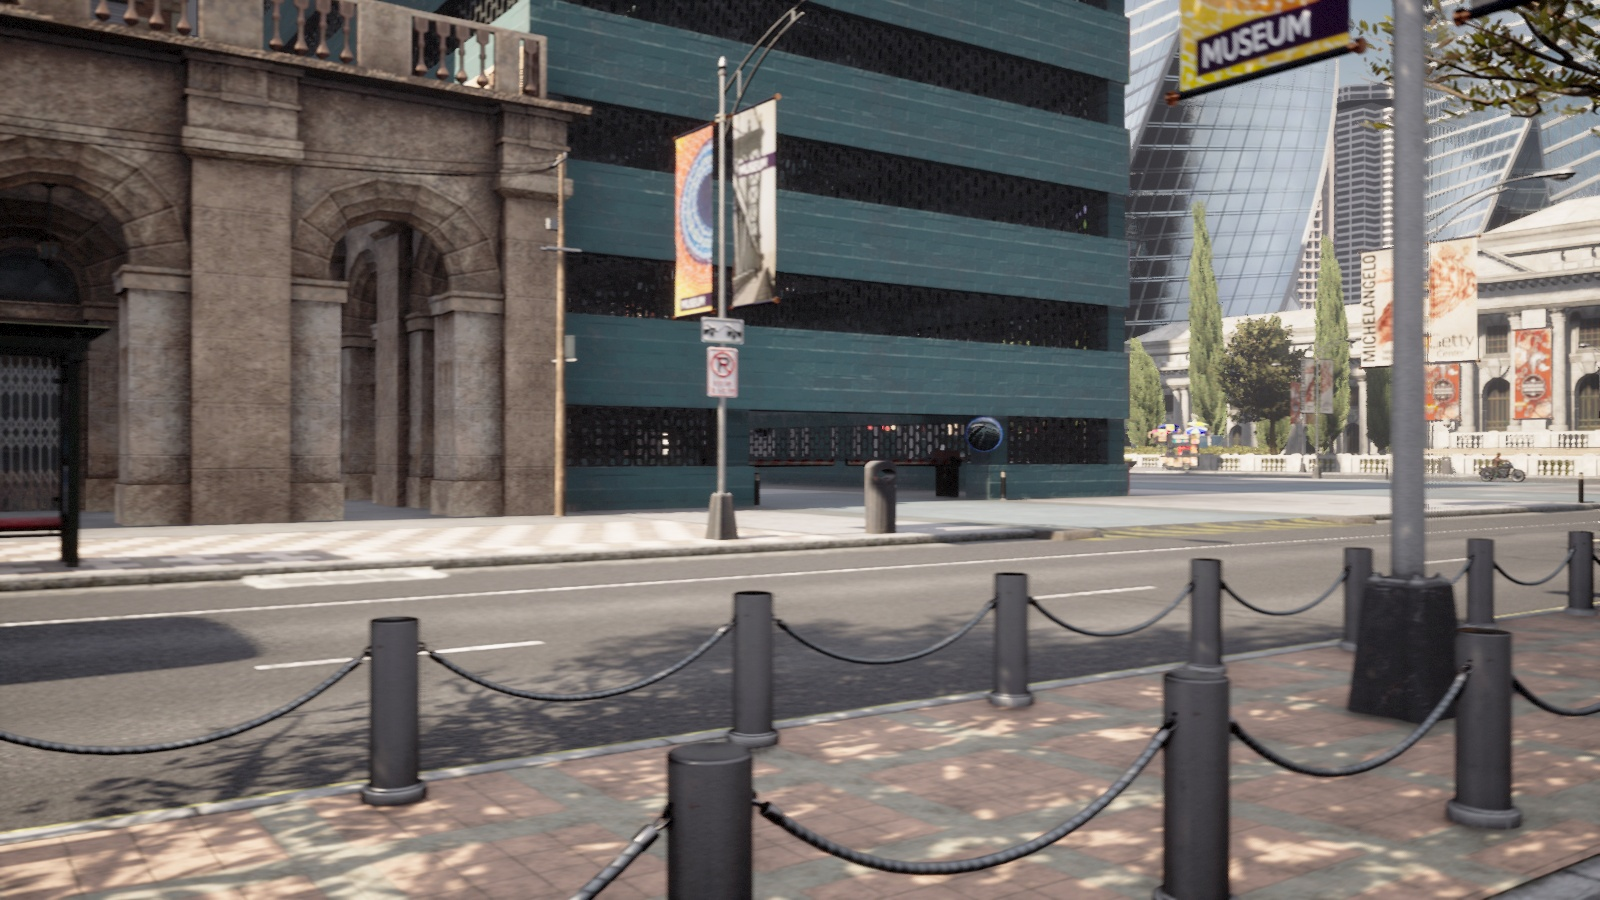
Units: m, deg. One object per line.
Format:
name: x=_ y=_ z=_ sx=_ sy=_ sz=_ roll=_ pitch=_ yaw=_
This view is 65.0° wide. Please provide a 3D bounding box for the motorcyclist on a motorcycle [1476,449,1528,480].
motorcyclist on a motorcycle: x=37.899 y=0.781 z=67.816 sx=0.766 sy=1.649 sz=2.350 roll=0 pitch=0 yaw=-35
